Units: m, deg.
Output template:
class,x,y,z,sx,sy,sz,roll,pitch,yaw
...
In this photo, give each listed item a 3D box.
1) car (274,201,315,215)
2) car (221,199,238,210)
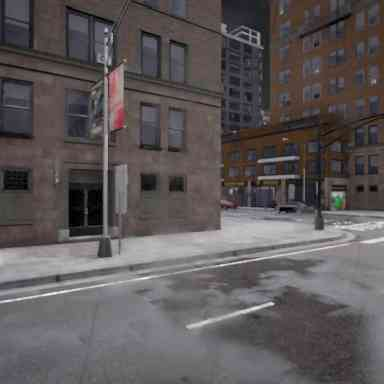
class,x,y,z,sx,sy,sz,roll,pitch,yaw
car,10.494,1.608,34.242,1.947,1.339,4.313,0,0,-35
car,4.136,1.621,43.246,1.802,1.307,4.206,0,0,-35
